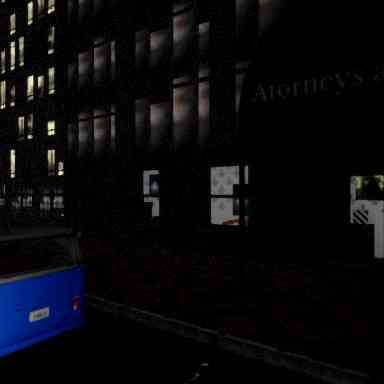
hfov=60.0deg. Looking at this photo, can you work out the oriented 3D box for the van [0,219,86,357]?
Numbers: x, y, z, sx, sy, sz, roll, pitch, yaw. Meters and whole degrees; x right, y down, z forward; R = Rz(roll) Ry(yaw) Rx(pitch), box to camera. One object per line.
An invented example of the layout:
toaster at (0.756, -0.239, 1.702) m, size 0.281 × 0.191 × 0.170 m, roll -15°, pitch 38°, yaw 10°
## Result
van at (-3.466, 1.341, 5.365) m, size 3.998 × 1.788 × 1.690 m, roll 0°, pitch 0°, yaw 36°
